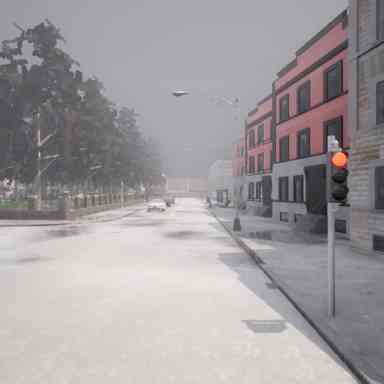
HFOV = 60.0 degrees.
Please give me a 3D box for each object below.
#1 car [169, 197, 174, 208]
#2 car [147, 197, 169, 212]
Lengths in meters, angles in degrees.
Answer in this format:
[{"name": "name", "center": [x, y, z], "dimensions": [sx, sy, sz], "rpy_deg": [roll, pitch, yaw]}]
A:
[{"name": "car", "center": [-4.051, 1.601, 49.051], "dimensions": [1.895, 1.301, 4.718], "rpy_deg": [0, 0, 0]}, {"name": "car", "center": [-4.051, 1.526, 38.957], "dimensions": [1.812, 1.442, 4.674], "rpy_deg": [0, 0, 0]}]
